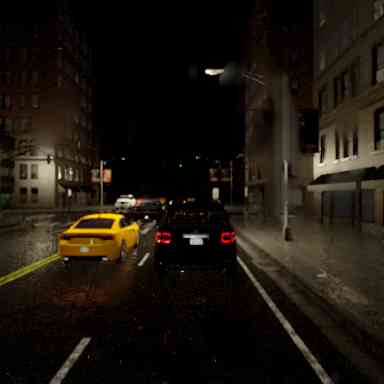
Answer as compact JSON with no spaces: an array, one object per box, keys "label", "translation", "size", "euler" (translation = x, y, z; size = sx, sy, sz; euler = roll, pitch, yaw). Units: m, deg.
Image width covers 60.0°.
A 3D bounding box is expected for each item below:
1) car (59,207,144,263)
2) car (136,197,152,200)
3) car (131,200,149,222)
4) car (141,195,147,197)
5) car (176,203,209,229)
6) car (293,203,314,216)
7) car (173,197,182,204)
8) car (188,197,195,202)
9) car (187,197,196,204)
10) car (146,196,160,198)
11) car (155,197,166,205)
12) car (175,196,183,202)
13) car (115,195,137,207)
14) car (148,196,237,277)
[{"label":"car","translation":[-3.166,1.551,12.259],"size":[1.882,1.535,5.008],"euler":[0,0,0]},{"label":"car","translation":[-6.667,1.838,49.496],"size":[2.033,1.411,5.357],"euler":[0,0,0]},{"label":"car","translation":[-3.185,1.630,25.783],"size":[1.882,1.535,5.008],"euler":[0,0,0]},{"label":"car","translation":[-9.896,1.698,59.473],"size":[2.097,1.767,4.553],"euler":[0,0,0]},{"label":"car","translation":[0.085,1.632,23.527],"size":[2.128,1.511,4.902],"euler":[0,0,1]},{"label":"car","translation":[12.727,1.810,34.822],"size":[4.181,1.385,1.994],"euler":[0,-1,0]},{"label":"car","translation":[-3.366,1.975,78.579],"size":[1.812,1.442,4.674],"euler":[0,0,0]},{"label":"car","translation":[-0.132,1.974,88.617],"size":[1.895,1.301,4.718],"euler":[0,0,0]},{"label":"car","translation":[-0.116,1.926,78.167],"size":[1.882,1.535,5.008],"euler":[0,0,0]},{"label":"car","translation":[-6.646,1.894,59.571],"size":[2.033,1.411,5.357],"euler":[0,0,0]},{"label":"car","translation":[-6.604,1.882,69.947],"size":[1.882,1.535,5.008],"euler":[0,0,0]},{"label":"car","translation":[-3.382,1.878,88.582],"size":[1.837,1.490,4.892],"euler":[0,0,0]},{"label":"car","translation":[-9.924,1.514,49.913],"size":[2.150,2.045,5.566],"euler":[0,0,-1]},{"label":"car","translation":[0.086,1.285,10.564],"size":[2.150,2.045,5.566],"euler":[0,0,0]}]
